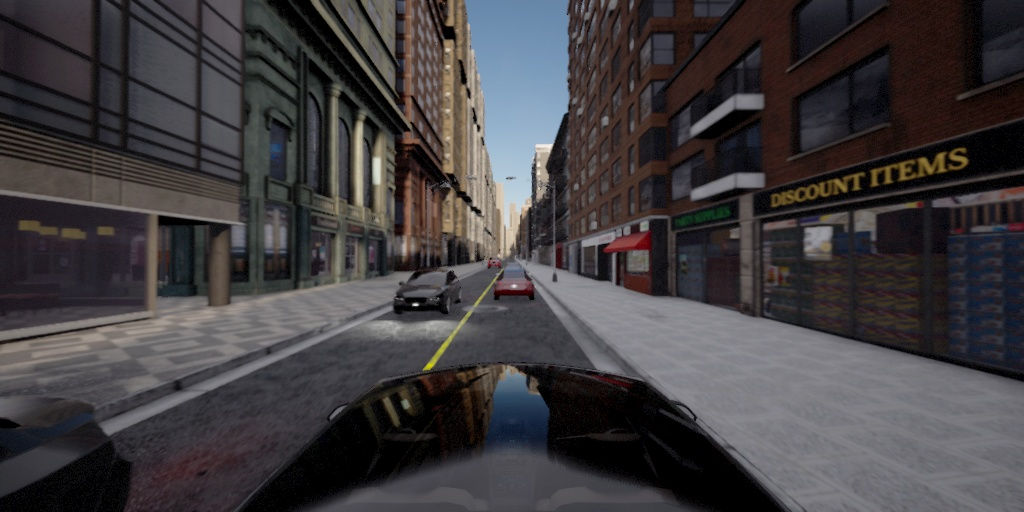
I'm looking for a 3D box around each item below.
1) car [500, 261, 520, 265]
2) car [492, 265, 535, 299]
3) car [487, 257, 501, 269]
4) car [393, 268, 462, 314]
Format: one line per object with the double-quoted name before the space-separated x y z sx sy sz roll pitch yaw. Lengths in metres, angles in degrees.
"car" 0.102 1.371 35.807 2.033 1.411 5.357 0 0 0
"car" 0.101 1.347 18.317 1.994 1.385 4.181 0 0 0
"car" -2.997 1.100 61.241 2.150 2.045 5.566 0 0 0
"car" -3.099 1.274 13.929 1.837 1.490 4.892 0 1 0
